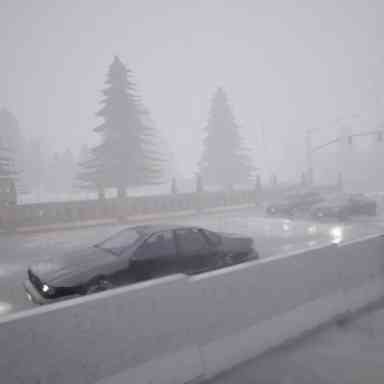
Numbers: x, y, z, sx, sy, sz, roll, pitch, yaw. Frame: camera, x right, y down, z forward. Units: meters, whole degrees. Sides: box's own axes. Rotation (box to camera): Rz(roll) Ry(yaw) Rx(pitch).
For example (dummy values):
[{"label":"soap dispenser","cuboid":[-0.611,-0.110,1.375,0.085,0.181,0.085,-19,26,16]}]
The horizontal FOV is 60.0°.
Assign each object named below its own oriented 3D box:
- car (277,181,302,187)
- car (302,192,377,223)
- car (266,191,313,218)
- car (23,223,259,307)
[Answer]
[{"label":"car","cuboid":[15.978,-0.968,54.720,2.097,1.767,4.553,-4,2,-35]},{"label":"car","cuboid":[8.571,0.776,18.664,4.674,1.442,1.812,-4,2,-35]},{"label":"car","cuboid":[6.935,0.726,21.803,4.892,1.490,1.837,-4,3,-35]},{"label":"car","cuboid":[-0.840,1.477,7.692,5.357,1.411,2.033,-2,1,-35]}]
